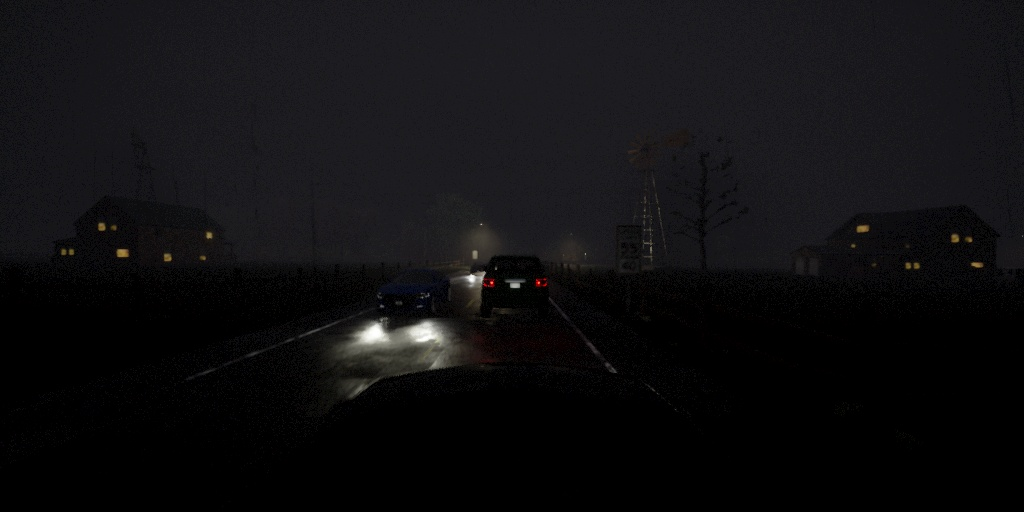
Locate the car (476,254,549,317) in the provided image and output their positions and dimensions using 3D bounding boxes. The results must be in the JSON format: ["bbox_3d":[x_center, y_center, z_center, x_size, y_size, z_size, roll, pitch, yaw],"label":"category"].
[{"bbox_3d":[0.095,0.966,13.285,2.150,2.045,5.566,0,0,0],"label":"car"}]

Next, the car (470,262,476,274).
[{"bbox_3d":[-3.567,1.331,40.042,1.895,1.301,4.718,0,0,0],"label":"car"}]

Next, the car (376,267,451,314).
[{"bbox_3d":[-3.601,1.222,13.911,1.882,1.535,5.008,0,0,0],"label":"car"}]
